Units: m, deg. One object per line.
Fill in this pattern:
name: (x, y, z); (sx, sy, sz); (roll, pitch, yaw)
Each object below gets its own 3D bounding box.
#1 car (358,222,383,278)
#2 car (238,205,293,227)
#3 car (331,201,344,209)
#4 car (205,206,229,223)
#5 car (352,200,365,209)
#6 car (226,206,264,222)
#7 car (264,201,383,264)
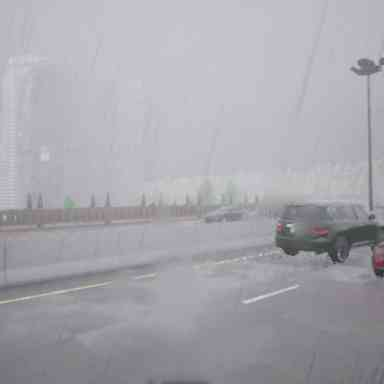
car: (6.760, 1.639, 9.413); (4.674, 1.442, 1.812); (0, -1, -40)
car: (6.211, 1.924, 27.598); (5.008, 1.535, 1.882); (0, -1, -42)
car: (27.314, 2.418, 62.548); (2.033, 1.411, 5.357); (-1, -1, 23)
car: (3.237, 2.016, 29.639); (4.892, 1.490, 1.837); (0, -1, -41)
car: (30.124, 2.290, 60.219); (1.882, 1.535, 5.008); (-1, -1, 23)
car: (4.907, 1.846, 21.856); (4.902, 1.511, 2.128); (0, -1, -41)
car: (5.542, 1.410, 12.955); (5.566, 2.045, 2.150); (0, -1, -40)
